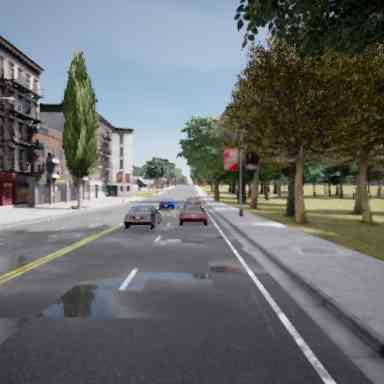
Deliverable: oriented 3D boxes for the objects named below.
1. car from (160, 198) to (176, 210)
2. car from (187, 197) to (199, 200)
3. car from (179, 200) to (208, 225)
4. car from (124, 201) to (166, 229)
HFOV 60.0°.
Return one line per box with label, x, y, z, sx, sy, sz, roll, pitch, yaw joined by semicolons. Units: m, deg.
car;-3.148;1.491;42.847;1.882;1.535;5.008;0;0;0
car;0.101;1.365;42.099;2.097;1.767;4.553;0;0;0
car;0.100;1.565;24.403;1.994;1.385;4.181;0;0;0
car;-3.149;1.548;21.816;2.033;1.411;5.357;0;0;0
